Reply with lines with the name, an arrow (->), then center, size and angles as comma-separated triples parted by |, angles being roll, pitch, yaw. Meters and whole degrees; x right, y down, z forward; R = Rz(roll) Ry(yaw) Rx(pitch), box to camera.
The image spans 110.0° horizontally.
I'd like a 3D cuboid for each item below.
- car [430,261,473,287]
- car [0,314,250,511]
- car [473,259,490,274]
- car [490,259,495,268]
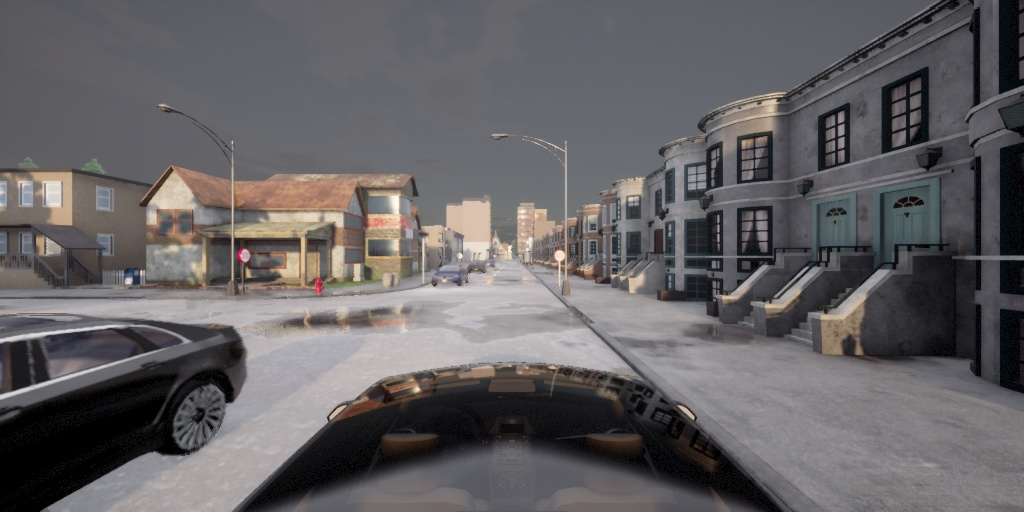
car -> -4.088, 1.276, 24.371 | 1.812, 1.442, 4.674 | 0, 0, 1
car -> -4.099, 1.241, 2.289 | 2.128, 1.511, 4.902 | 0, 0, 0
car -> -3.984, 1.256, 41.766 | 1.837, 1.490, 4.892 | 0, 0, 0
car -> -3.839, 1.243, 60.217 | 2.128, 1.511, 4.902 | 0, 0, 1
